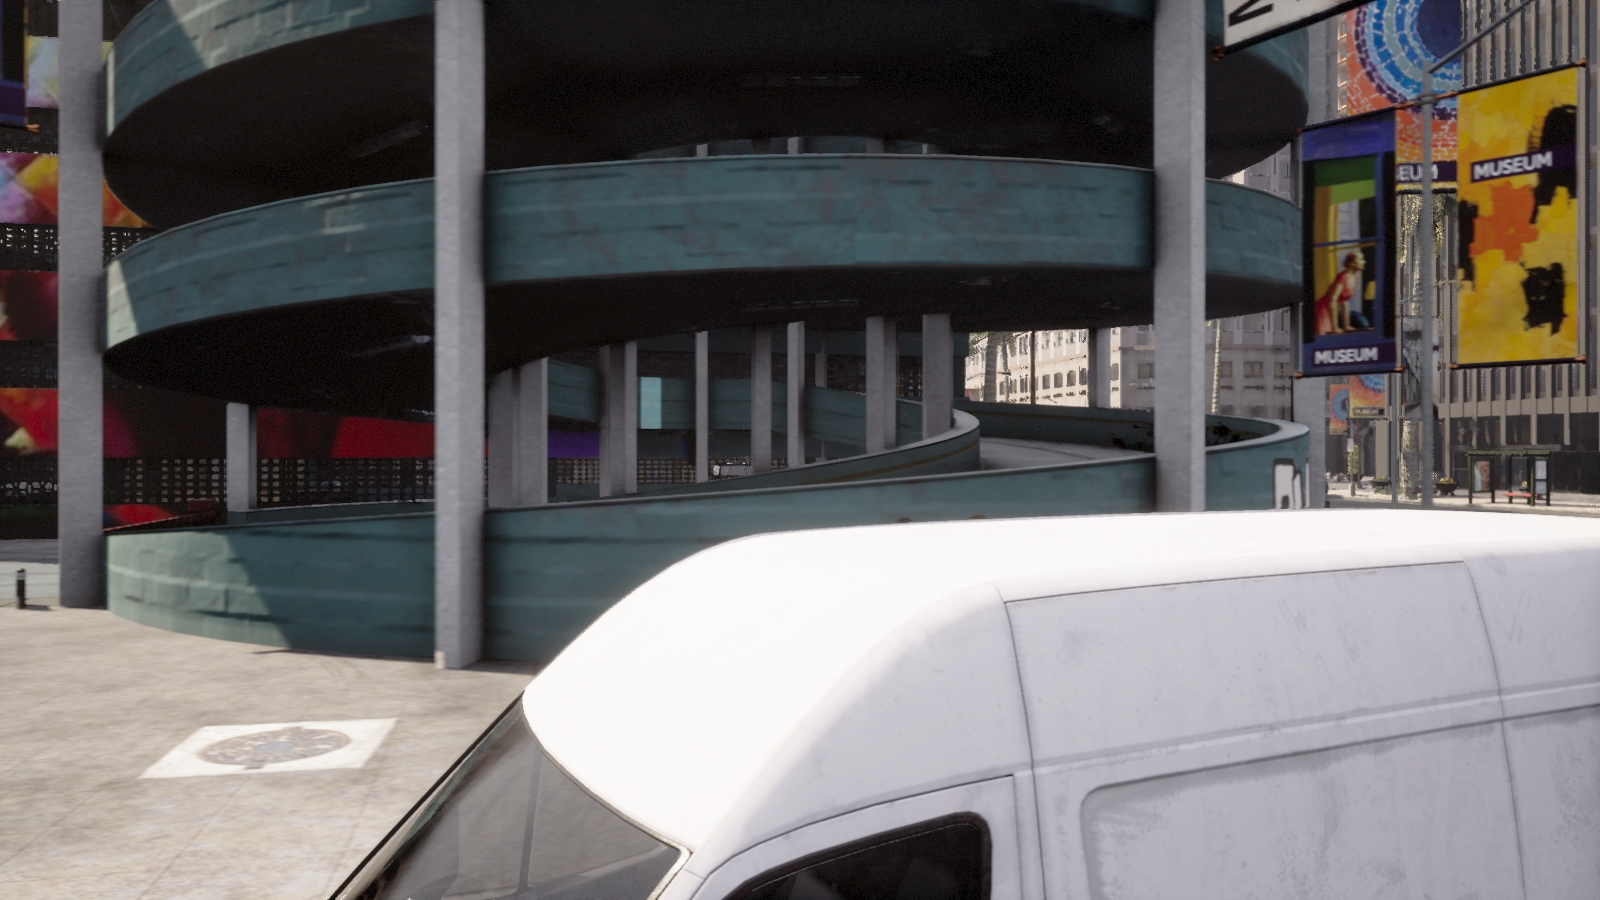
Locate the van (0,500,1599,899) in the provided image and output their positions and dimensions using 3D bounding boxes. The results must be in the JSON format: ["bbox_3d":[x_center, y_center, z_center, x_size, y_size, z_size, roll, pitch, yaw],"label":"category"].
[{"bbox_3d":[0.629,1.536,3.477,5.915,2.561,1.988,0,0,-24],"label":"van"}]
